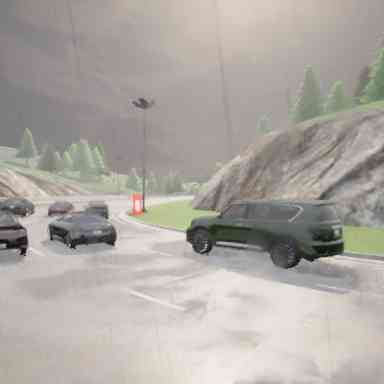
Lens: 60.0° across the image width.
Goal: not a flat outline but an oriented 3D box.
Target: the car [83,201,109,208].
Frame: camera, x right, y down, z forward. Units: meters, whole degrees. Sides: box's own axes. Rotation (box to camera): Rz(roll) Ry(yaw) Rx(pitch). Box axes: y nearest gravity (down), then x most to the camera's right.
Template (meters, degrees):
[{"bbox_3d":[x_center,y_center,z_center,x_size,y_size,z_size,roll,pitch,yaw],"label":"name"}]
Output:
[{"bbox_3d":[-8.151,1.515,28.441,1.837,1.490,4.892,0,0,-19],"label":"car"}]

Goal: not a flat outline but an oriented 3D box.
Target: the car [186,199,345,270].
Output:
[{"bbox_3d":[2.308,1.265,11.586,5.566,2.045,2.150,0,0,43],"label":"car"}]

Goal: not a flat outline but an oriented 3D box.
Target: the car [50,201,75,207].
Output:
[{"bbox_3d":[-12.817,1.552,32.919,1.994,1.385,4.181,0,0,-11],"label":"car"}]

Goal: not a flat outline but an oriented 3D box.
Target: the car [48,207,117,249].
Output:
[{"bbox_3d":[-4.963,1.565,14.805,1.994,1.385,4.181,0,0,-37],"label":"car"}]

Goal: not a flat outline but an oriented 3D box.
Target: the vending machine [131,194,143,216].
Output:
[{"bbox_3d":[-5.338,1.233,32.330,1.100,2.100,0.880,0,0,-14],"label":"vending machine"}]

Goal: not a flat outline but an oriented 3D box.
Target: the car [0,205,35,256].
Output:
[{"bbox_3d":[-7.443,1.471,12.306,2.128,1.511,4.902,0,0,-38],"label":"car"}]

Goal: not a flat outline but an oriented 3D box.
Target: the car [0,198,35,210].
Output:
[{"bbox_3d":[-15.810,1.315,30.368,2.097,1.767,4.553,0,0,-14],"label":"car"}]
